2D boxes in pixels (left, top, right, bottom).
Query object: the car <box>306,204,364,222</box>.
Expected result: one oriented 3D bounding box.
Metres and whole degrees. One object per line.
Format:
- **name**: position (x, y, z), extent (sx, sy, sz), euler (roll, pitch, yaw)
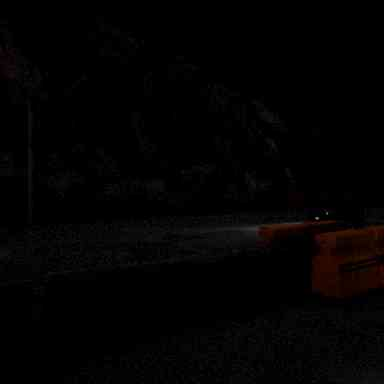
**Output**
- **car**: position (10.496, 1.527, 24.368), extent (4.718, 1.301, 1.895), euler (0, 0, -35)
